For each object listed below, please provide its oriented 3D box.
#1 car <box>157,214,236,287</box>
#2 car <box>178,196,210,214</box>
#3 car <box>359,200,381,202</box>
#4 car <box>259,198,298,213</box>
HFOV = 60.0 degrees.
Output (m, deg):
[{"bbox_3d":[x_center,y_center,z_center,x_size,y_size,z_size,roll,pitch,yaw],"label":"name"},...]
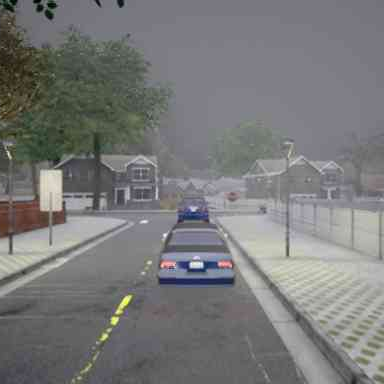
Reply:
[{"bbox_3d":[0.098,1.571,9.409,2.033,1.411,5.357,0,0,0],"label":"car"},{"bbox_3d":[0.127,1.286,24.732,2.150,2.045,5.566,0,0,1],"label":"car"},{"bbox_3d":[20.826,1.701,39.477,4.892,1.490,1.837,0,0,-15],"label":"car"},{"bbox_3d":[9.760,1.483,36.902,4.553,1.767,2.097,0,0,-13],"label":"car"}]
